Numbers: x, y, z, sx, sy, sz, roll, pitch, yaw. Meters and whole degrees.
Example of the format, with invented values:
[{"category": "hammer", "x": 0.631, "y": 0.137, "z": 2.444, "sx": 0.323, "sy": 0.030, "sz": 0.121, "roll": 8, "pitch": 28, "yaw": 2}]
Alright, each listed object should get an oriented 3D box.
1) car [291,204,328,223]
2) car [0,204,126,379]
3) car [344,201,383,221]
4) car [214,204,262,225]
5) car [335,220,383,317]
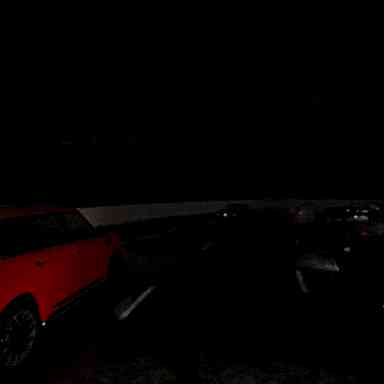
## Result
[{"category": "car", "x": 9.329, "y": 1.636, "z": 26.313, "sx": 1.994, "sy": 1.385, "sz": 4.181, "roll": 0, "pitch": 0, "yaw": 35}, {"category": "car", "x": -2.940, "y": 1.205, "z": 5.719, "sx": 2.150, "sy": 2.045, "sz": 5.566, "roll": 0, "pitch": 0, "yaw": 8}, {"category": "car", "x": 13.219, "y": 1.588, "z": 25.779, "sx": 2.128, "sy": 1.511, "sz": 4.902, "roll": 0, "pitch": 0, "yaw": 37}, {"category": "car", "x": 3.498, "y": 1.580, "z": 24.360, "sx": 2.033, "sy": 1.411, "sz": 5.357, "roll": 0, "pitch": 0, "yaw": 30}, {"category": "car", "x": 4.412, "y": 1.579, "z": 6.702, "sx": 2.033, "sy": 1.411, "sz": 5.357, "roll": 0, "pitch": 0, "yaw": 11}]
